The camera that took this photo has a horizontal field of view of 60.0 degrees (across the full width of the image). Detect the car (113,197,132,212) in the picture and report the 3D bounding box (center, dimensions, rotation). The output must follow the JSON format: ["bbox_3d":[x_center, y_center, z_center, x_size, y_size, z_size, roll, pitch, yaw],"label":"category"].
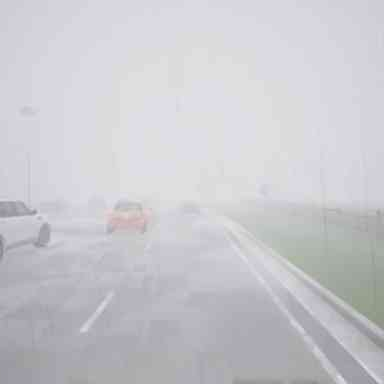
[{"bbox_3d":[-7.897,1.432,38.207,1.837,1.490,4.892,1,0,-8],"label":"car"}]

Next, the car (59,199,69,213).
[{"bbox_3d":[-14.603,1.410,35.663,1.882,1.535,5.008,0,0,-7],"label":"car"}]

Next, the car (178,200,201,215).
[{"bbox_3d":[-0.308,1.463,32.574,1.812,1.442,4.674,0,0,-5],"label":"car"}]

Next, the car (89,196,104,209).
[{"bbox_3d":[-12.593,1.267,44.574,2.097,1.767,4.553,0,0,-12],"label":"car"}]

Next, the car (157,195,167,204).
[{"bbox_3d":[-5.935,1.343,59.519,1.801,1.575,5.366,0,0,-19],"label":"car"}]

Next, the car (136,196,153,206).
[{"bbox_3d":[-7.750,1.401,53.898,1.837,1.490,4.892,1,0,-17],"label":"car"}]

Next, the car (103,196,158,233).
[{"bbox_3d":[-3.397,1.315,19.354,2.097,1.767,4.553,0,0,0],"label":"car"}]

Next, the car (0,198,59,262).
[{"bbox_3d":[-6.898,1.200,11.457,2.150,2.045,5.566,0,0,0],"label":"car"}]
